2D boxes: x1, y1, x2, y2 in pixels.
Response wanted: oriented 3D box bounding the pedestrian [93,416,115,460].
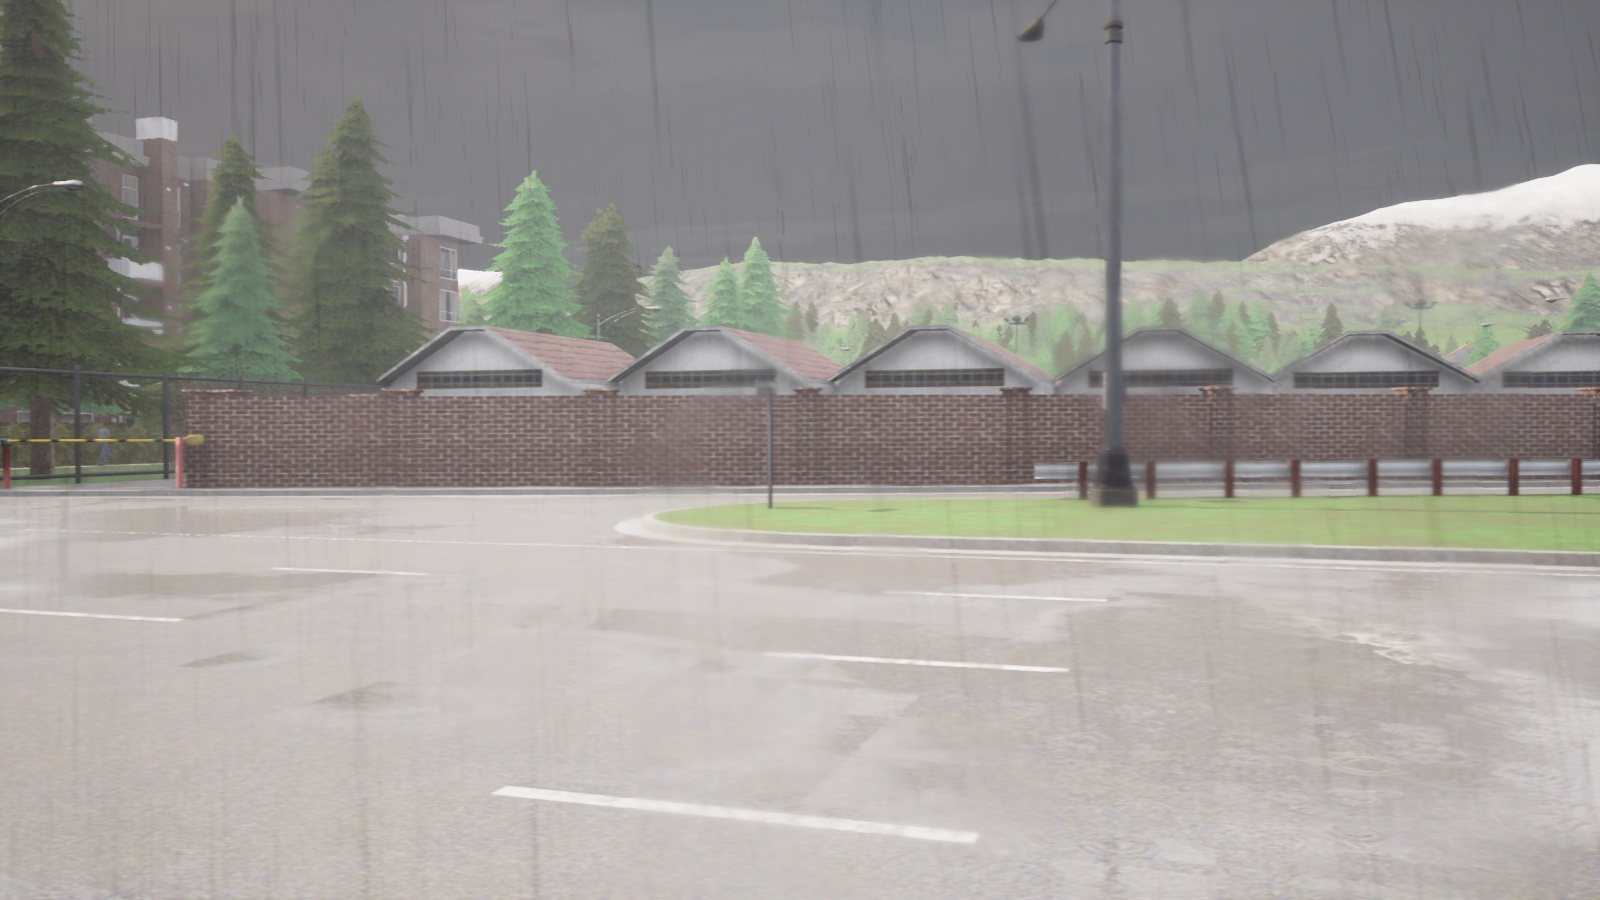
[{"bbox_3d":[-29.077,-0.497,52.470,0.354,1.836,0.706,1,1,20],"label":"pedestrian"}]
